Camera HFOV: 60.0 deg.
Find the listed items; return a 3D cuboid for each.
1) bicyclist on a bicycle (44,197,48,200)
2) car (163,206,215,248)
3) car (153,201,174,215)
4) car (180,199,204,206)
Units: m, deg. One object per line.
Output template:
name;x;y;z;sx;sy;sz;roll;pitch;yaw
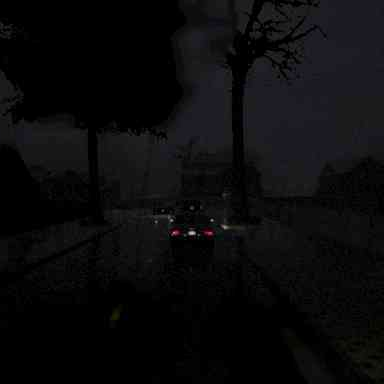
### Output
bicyclist on a bicycle;-20.028;1.448;45.785;0.582;1.620;1.656;0;0;0
car;0.000;1.562;14.650;2.033;1.411;5.357;0;0;0
car;-2.750;1.600;33.430;1.994;1.385;4.181;0;0;0
car;0.000;1.366;29.620;2.097;1.767;4.553;0;0;0
